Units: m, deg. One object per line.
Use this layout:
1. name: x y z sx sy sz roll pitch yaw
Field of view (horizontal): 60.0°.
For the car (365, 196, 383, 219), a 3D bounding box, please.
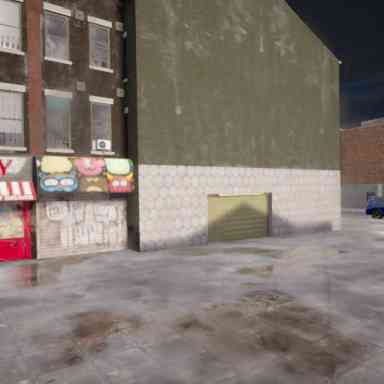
1. car: 17.560 1.334 27.877 2.150 2.045 5.566 -1 0 -35
